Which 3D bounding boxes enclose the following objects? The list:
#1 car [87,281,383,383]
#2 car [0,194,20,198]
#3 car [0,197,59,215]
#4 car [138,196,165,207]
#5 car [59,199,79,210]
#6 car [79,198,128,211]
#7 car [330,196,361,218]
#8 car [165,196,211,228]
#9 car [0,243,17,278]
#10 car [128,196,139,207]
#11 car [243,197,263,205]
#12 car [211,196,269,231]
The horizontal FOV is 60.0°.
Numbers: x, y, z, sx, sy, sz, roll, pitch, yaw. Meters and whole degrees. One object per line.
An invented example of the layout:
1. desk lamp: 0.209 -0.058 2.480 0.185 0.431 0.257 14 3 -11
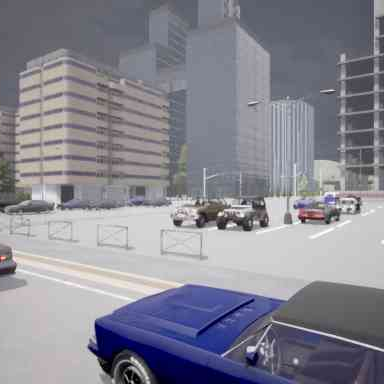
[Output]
1. car: 1.154 1.601 3.167 4.718 1.301 1.895 0 0 35
2. car: -20.232 1.222 34.003 2.150 2.045 5.566 0 0 34
3. car: -16.284 1.526 33.566 1.812 1.442 4.674 0 0 34
4. car: -5.162 1.547 50.154 2.033 1.411 5.357 0 0 34
5. car: -14.522 1.547 42.513 2.033 1.411 5.357 0 0 34
6. car: -10.954 1.547 41.538 2.033 1.411 5.357 0 0 34
7. car: 15.066 1.395 32.211 1.970 1.475 3.806 0 0 34
8. car: 0.675 1.153 20.922 1.932 1.855 4.605 0 0 34
9. car: -6.692 1.547 8.682 5.357 1.411 2.033 0 0 35
10. car: -8.846 1.352 50.909 2.097 1.767 4.553 0 0 35
11. car: 11.381 1.601 61.926 1.895 1.301 4.718 0 0 35
12. car: 3.042 1.156 19.256 1.905 1.878 3.866 0 0 34
